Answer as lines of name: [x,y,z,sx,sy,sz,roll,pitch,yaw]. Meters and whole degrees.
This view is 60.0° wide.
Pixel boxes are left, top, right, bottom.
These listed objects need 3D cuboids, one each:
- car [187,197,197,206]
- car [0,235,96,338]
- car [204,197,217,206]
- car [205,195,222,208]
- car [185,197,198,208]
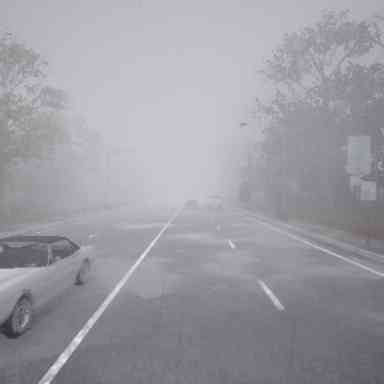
car: [-0.042,1.743,62.711,1.812,1.442,4.674,0,0,0]
car: [-3.540,1.629,6.784,1.895,1.301,4.718,0,0,1]
car: [3.458,1.709,62.715,2.128,1.511,4.902,0,0,0]
car: [3.465,1.428,52.327,2.150,2.045,5.566,0,0,0]
car: [-0.035,1.699,52.677,2.128,1.511,4.902,0,0,0]
